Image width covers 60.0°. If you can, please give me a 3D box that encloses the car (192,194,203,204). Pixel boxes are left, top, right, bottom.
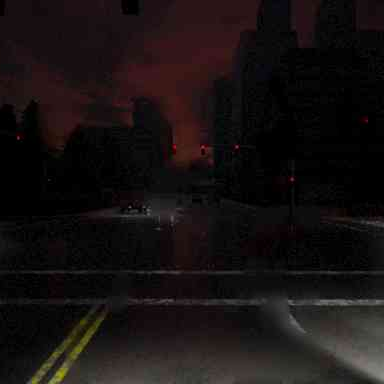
[{"bbox_3d":[1.066,1.563,65.239,1.994,1.385,4.181,0,0,1],"label":"car"}]

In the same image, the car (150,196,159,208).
[{"bbox_3d":[-6.295,1.491,46.945,2.128,1.511,4.902,0,0,1],"label":"car"}]

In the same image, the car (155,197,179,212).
[{"bbox_3d":[-2.866,1.601,39.174,1.895,1.301,4.718,0,0,1],"label":"car"}]

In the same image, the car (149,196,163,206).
[{"bbox_3d":[-6.193,1.504,57.004,1.837,1.490,4.892,0,0,0],"label":"car"}]

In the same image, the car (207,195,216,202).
[{"bbox_3d":[4.573,1.477,77.121,1.882,1.535,5.008,0,0,1],"label":"car"}]

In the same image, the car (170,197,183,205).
[{"bbox_3d":[-2.675,1.547,58.300,2.033,1.411,5.357,0,0,1],"label":"car"}]

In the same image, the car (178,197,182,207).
[{"bbox_3d":[-2.785,1.564,47.976,1.994,1.385,4.181,0,0,1],"label":"car"}]

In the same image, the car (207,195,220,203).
[{"bbox_3d":[4.589,1.547,67.299,2.033,1.411,5.357,0,0,1],"label":"car"}]

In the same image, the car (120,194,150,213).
[{"bbox_3d":[-6.386,1.221,37.064,2.150,2.045,5.566,0,0,1],"label":"car"}]

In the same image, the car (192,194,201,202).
[{"bbox_3d":[1.071,1.355,76.915,2.097,1.767,4.553,0,0,1],"label":"car"}]
